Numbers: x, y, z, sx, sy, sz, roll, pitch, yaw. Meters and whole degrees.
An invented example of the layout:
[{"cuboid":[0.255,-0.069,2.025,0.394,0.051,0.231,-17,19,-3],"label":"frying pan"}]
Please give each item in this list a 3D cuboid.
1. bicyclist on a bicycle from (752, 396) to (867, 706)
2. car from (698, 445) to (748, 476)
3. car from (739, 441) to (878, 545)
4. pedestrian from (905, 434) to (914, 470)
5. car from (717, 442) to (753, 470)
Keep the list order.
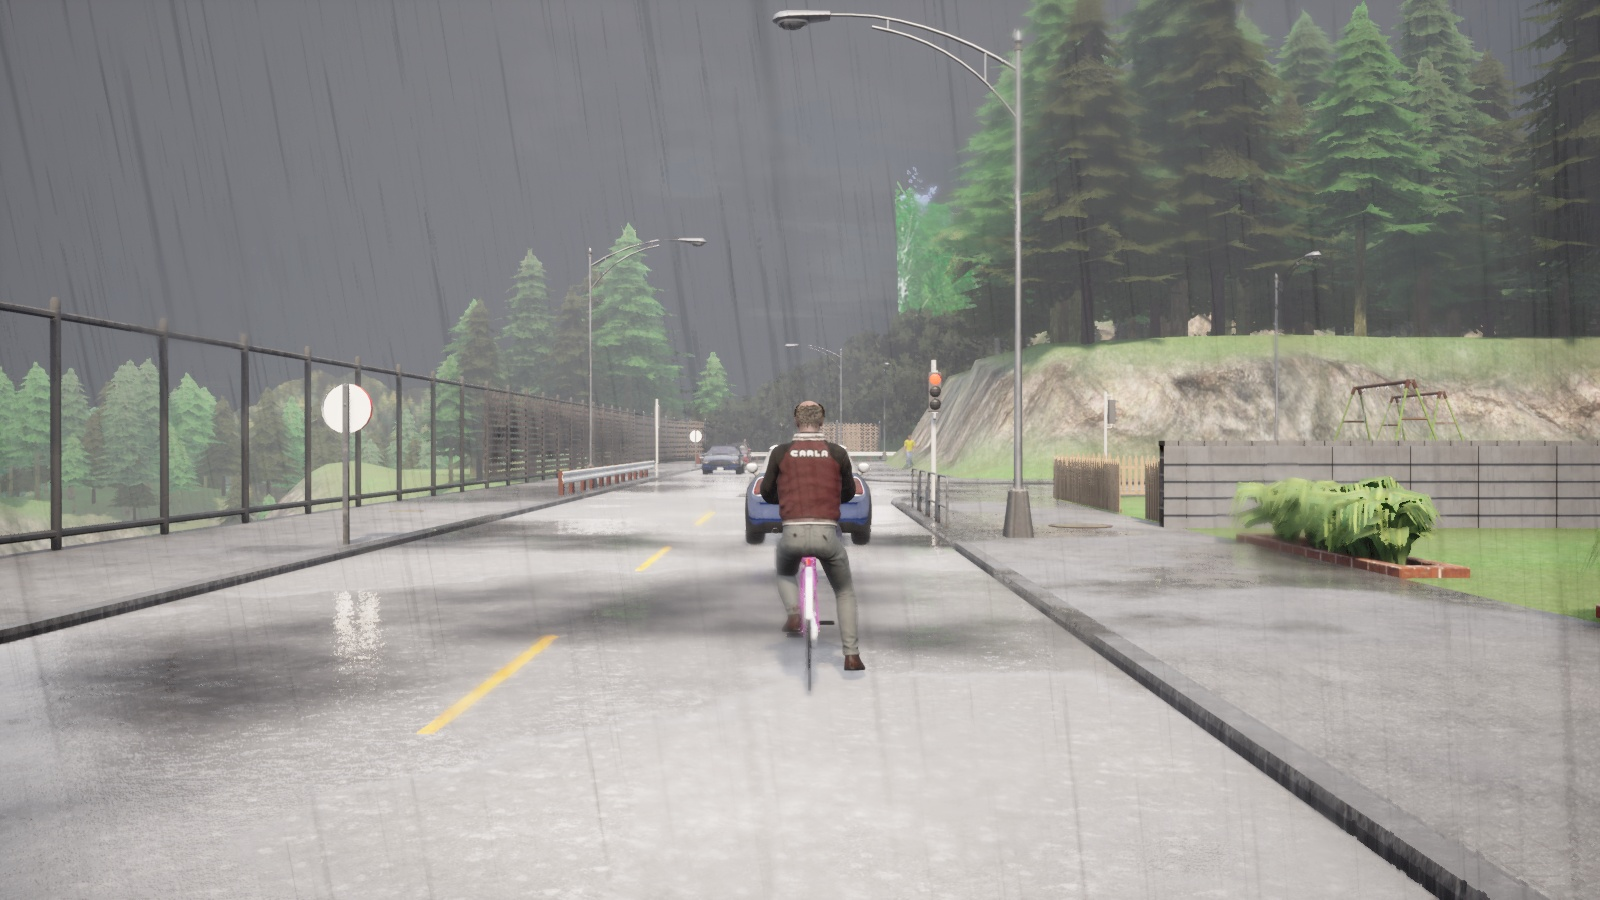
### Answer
[{"cuboid":[0.060,0.571,8.119,0.659,1.776,1.843,0,1,0],"label":"bicyclist on a bicycle"},{"cuboid":[-3.637,0.452,60.088,2.033,1.411,5.357,0,0,1],"label":"car"},{"cuboid":[0.125,0.600,19.747,1.970,1.475,3.806,0,0,0],"label":"car"},{"cuboid":[5.651,0.095,64.814,0.354,1.836,0.706,0,0,0],"label":"pedestrian"},{"cuboid":[-3.597,0.328,70.318,1.789,1.549,3.705,0,0,0],"label":"car"}]
